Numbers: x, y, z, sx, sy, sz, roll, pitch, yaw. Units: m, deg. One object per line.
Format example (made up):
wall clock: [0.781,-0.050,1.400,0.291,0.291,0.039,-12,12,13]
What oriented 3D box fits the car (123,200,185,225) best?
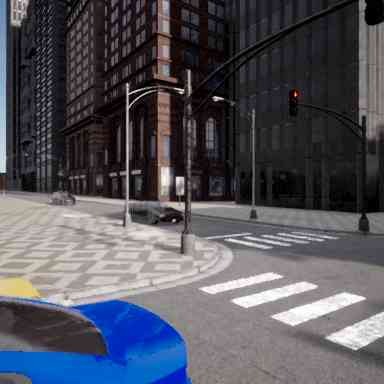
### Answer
car: [-2.571,1.213,21.295,2.033,1.411,5.357,0,1,-36]

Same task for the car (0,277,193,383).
car: [-2.296,1.477,1.673,5.008,1.535,1.882,0,0,-36]

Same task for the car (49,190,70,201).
car: [-20.684,0.524,51.929,1.882,1.535,5.008,0,1,-36]

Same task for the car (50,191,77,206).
car: [-14.768,0.793,38.260,1.837,1.490,4.892,0,1,-36]

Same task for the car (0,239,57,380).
car: [-4.232,1.525,3.630,4.829,1.417,1.752,0,0,-35]
